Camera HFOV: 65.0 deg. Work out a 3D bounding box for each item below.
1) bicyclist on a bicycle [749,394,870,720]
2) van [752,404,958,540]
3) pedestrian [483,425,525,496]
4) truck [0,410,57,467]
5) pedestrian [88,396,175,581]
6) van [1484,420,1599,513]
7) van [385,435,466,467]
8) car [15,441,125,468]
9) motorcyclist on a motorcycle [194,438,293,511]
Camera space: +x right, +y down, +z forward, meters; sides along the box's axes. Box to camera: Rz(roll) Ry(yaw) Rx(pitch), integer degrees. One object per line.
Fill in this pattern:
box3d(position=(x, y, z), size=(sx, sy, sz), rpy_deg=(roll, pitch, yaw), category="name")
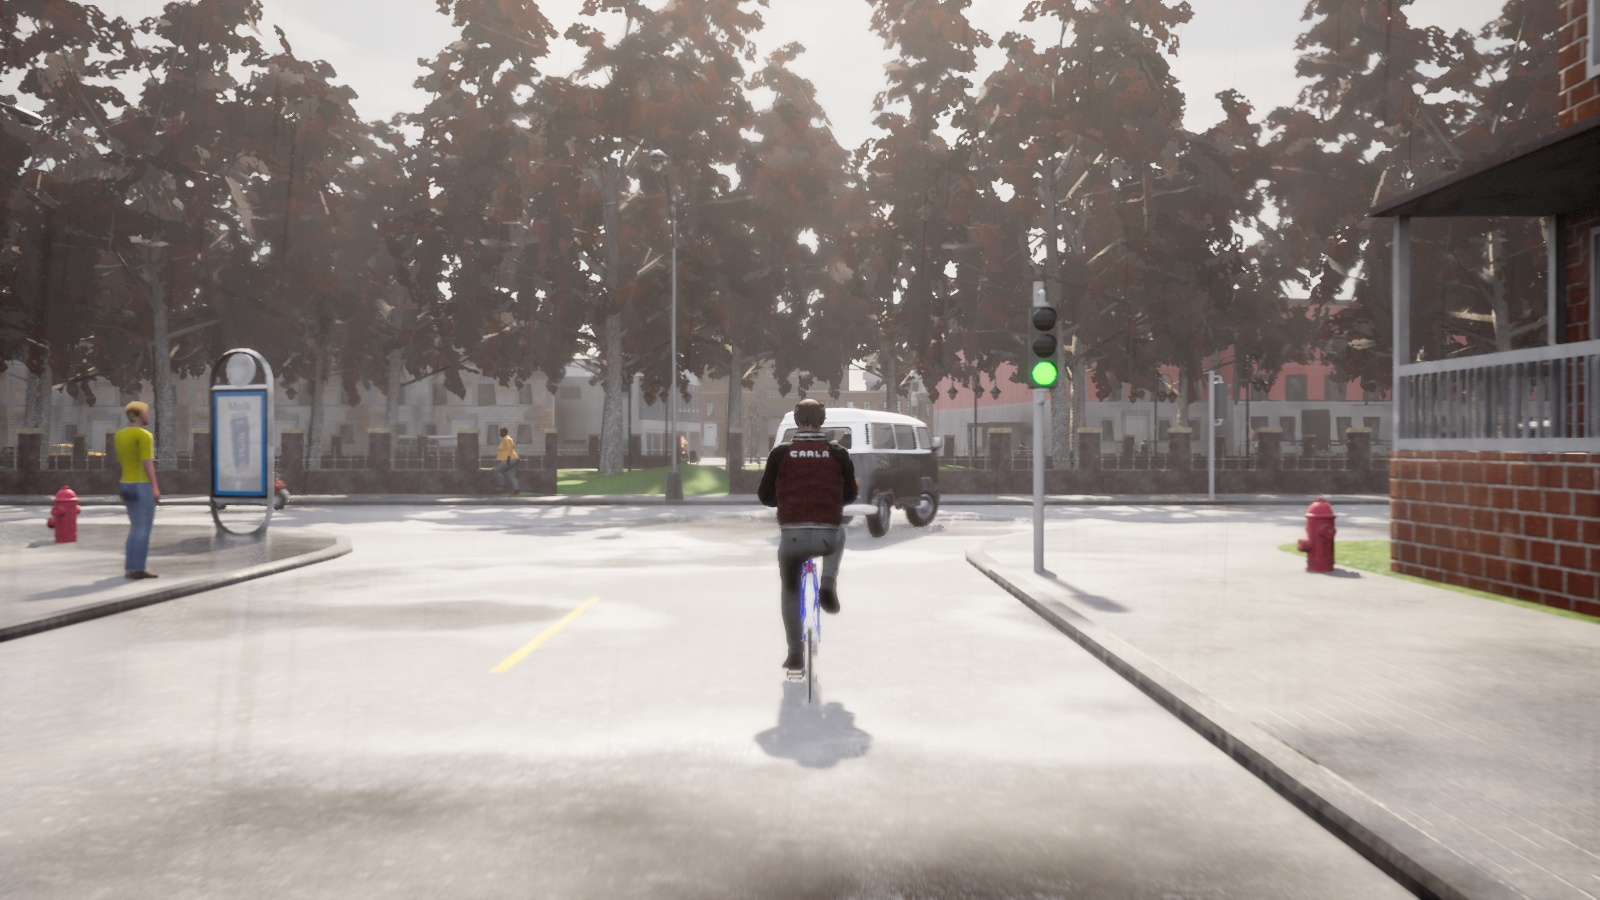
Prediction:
box3d(position=(0.058, 0.574, 7.766), size=(0.659, 1.776, 1.843), rpy_deg=(0, 1, 0), category="bicyclist on a bicycle")
box3d(position=(1.079, 0.351, 21.318), size=(2.069, 2.038, 4.480), rpy_deg=(-1, 0, 22), category="van")
box3d(position=(-7.822, 0.264, 33.251), size=(0.900, 1.855, 0.874), rpy_deg=(0, 0, 1), category="pedestrian")
box3d(position=(-50.595, -0.708, 77.342), size=(7.936, 3.462, 2.891), rpy_deg=(0, 0, 0), category="truck")
box3d(position=(-6.828, 0.379, 12.844), size=(0.354, 1.836, 0.706), rpy_deg=(0, 0, 31), category="pedestrian")
box3d(position=(17.856, 0.358, 27.841), size=(4.442, 1.987, 1.775), rpy_deg=(0, 0, -2), category="van")
box3d(position=(-23.026, 0.050, 77.253), size=(4.442, 1.987, 1.775), rpy_deg=(0, 0, 0), category="van")
box3d(position=(-42.569, 0.242, 73.319), size=(5.366, 1.575, 1.801), rpy_deg=(0, 0, 0), category="car")
box3d(position=(-12.325, 0.535, 27.857), size=(1.817, 1.590, 0.866), rpy_deg=(0, 0, 2), category="motorcyclist on a motorcycle")
